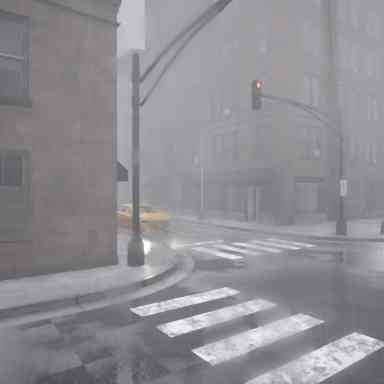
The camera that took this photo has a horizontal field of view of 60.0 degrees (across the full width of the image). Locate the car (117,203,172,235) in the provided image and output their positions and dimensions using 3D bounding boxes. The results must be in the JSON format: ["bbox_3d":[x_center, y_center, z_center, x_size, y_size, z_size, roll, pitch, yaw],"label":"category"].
[{"bbox_3d":[-2.939,1.382,18.388,1.882,1.535,5.008,0,0,-34],"label":"car"}]
